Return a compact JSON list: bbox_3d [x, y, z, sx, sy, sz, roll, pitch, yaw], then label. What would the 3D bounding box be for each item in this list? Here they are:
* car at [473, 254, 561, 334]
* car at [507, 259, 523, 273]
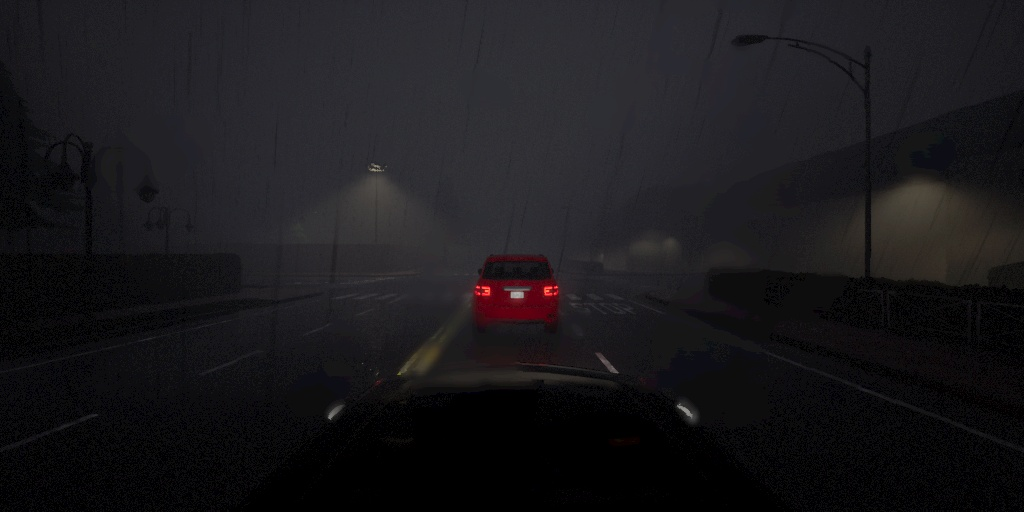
[{"bbox_3d":[0.123,0.971,10.771,2.150,2.045,5.566,0,0,0],"label":"car"},{"bbox_3d":[0.362,1.227,45.623,1.882,1.535,5.008,0,0,1],"label":"car"}]
